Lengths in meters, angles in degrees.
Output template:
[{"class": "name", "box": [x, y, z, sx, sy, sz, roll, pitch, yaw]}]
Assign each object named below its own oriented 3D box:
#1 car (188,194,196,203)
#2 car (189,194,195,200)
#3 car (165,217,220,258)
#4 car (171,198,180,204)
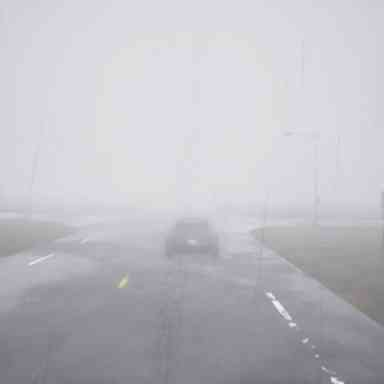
[{"class": "car", "box": [0.005, 1.791, 80.175, 2.128, 1.511, 4.902, 0, 1, 0]}, {"class": "car", "box": [0.006, 1.385, 90.591, 1.837, 1.490, 4.892, 0, 1, 0]}, {"class": "car", "box": [0.029, 1.682, 13.381, 1.994, 1.385, 4.181, 0, 0, 0]}, {"class": "car", "box": [-3.496, 1.936, 72.916, 2.033, 1.411, 5.357, 0, 0, 0]}]
